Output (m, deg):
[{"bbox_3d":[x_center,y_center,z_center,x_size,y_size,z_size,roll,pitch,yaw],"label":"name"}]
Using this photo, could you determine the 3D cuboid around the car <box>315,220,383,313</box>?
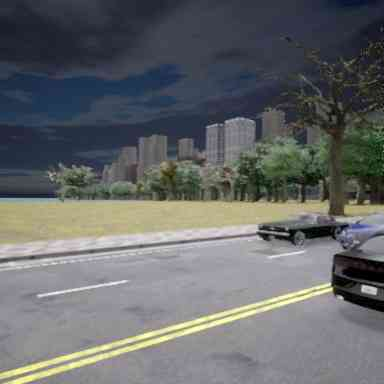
[{"bbox_3d":[4.964,1.484,6.978,5.008,1.535,1.882,0,0,-35],"label":"car"}]

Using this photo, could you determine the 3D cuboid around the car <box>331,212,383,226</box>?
[{"bbox_3d":[7.799,1.541,13.234,4.674,1.442,1.812,0,0,-35],"label":"car"}]

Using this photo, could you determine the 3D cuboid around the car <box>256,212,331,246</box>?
[{"bbox_3d":[5.187,1.615,15.365,4.718,1.301,1.895,0,0,-35],"label":"car"}]
